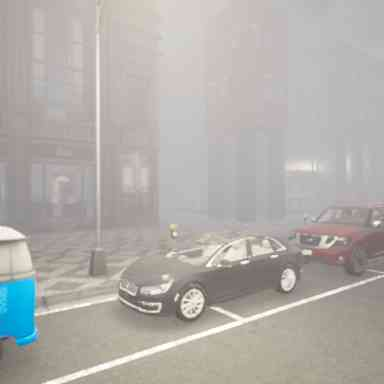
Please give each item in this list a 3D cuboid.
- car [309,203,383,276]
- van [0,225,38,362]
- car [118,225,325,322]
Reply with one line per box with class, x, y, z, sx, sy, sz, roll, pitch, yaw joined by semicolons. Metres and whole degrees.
car;5.142;1.290;10.446;5.009;1.841;2.192;0;0;-36
van;-3.926;1.356;3.811;3.998;1.788;1.690;0;0;-36
car;0.608;1.546;7.128;4.403;1.369;2.008;0;0;-36
